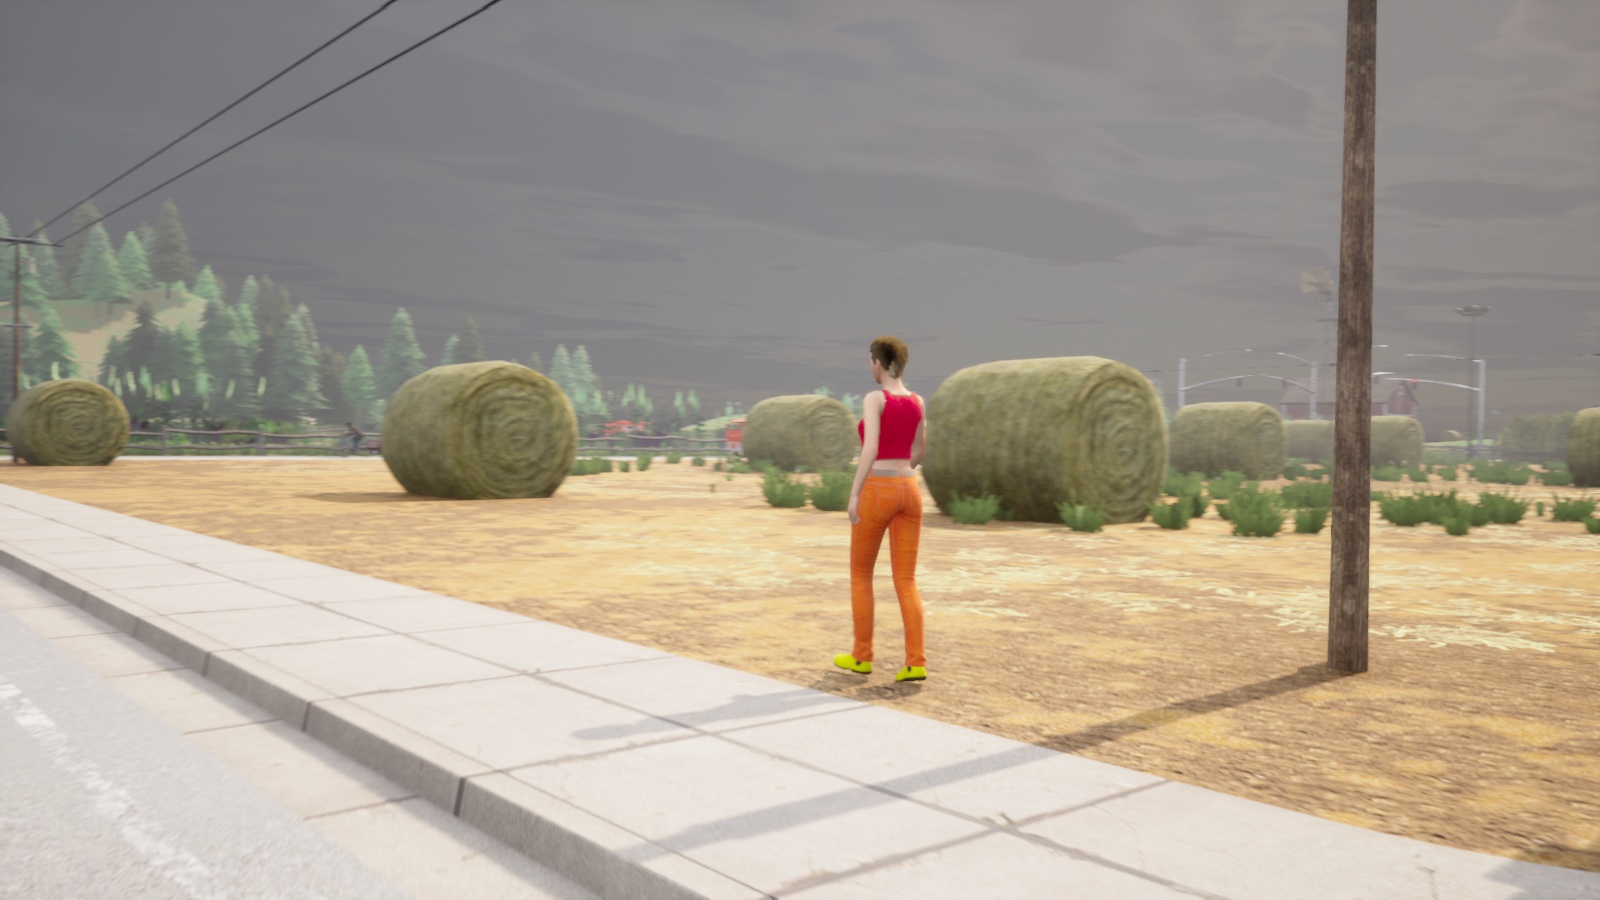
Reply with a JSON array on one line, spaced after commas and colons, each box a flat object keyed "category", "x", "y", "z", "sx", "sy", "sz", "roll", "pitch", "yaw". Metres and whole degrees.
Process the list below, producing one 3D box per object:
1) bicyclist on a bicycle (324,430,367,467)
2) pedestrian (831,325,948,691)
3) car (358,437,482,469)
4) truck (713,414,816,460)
[{"category": "bicyclist on a bicycle", "x": -20.145, "y": -0.073, "z": 55.659, "sx": 1.656, "sy": 1.620, "sz": 0.582, "roll": -1, "pitch": 1, "yaw": -38}, {"category": "pedestrian", "x": 0.465, "y": 0.288, "z": 6.638, "sx": 0.345, "sy": 1.836, "sz": 0.594, "roll": -1, "pitch": 1, "yaw": -30}, {"category": "car", "x": -16.357, "y": 0.088, "z": 54.161, "sx": 4.718, "sy": 1.301, "sz": 1.895, "roll": -1, "pitch": 1, "yaw": -38}, {"category": "truck", "x": -1.948, "y": -0.741, "z": 69.815, "sx": 5.204, "sy": 2.467, "sz": 2.627, "roll": -1, "pitch": 1, "yaw": -38}]
